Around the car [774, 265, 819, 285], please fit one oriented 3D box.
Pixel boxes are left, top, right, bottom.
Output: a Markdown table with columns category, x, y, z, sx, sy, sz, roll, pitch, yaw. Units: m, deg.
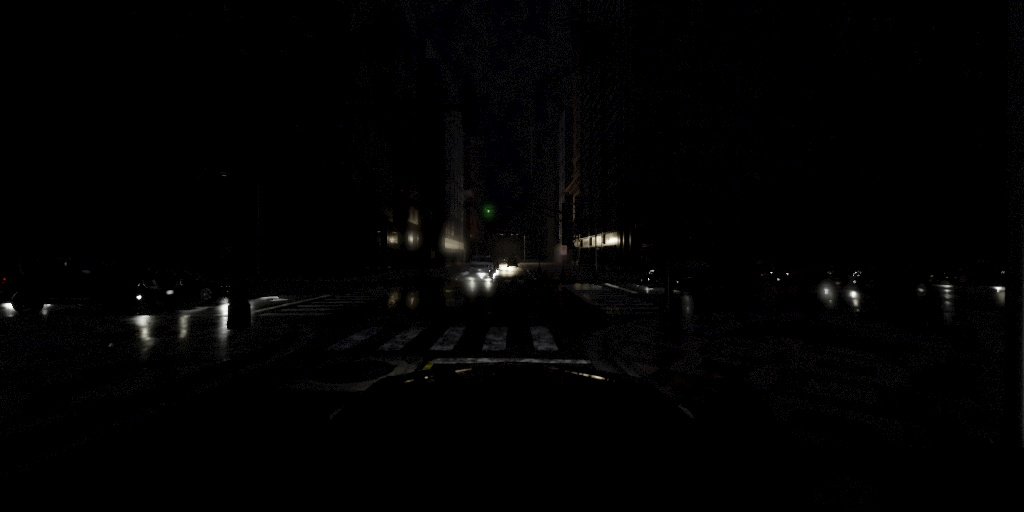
| category | x | y | z | sx | sy | sz | roll | pitch | yaw |
| --- | --- | --- | --- | --- | --- | --- | --- | --- | --- |
| car | 19.887 | 1.222 | 23.799 | 4.718 | 1.301 | 1.895 | 0 | 0 | 0 |

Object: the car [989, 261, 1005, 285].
| category | x | y | z | sx | sy | sz | roll | pitch | yaw |
| --- | --- | --- | --- | --- | --- | --- | --- | --- | --- |
| car | 31.111 | 0.907 | 20.503 | 4.553 | 1.767 | 2.097 | 0 | 0 | 0 |

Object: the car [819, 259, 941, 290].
| category | x | y | z | sx | sy | sz | roll | pitch | yaw |
| --- | --- | --- | --- | --- | --- | --- | --- | --- | --- |
| car | 20.911 | 0.972 | 20.545 | 4.553 | 1.767 | 2.097 | 0 | 0 | 0 |

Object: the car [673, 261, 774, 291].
| category | x | y | z | sx | sy | sz | roll | pitch | yaw |
| --- | --- | --- | --- | --- | --- | --- | --- | --- | --- |
| car | 11.861 | 1.202 | 20.573 | 4.674 | 1.442 | 1.812 | 0 | 0 | 2 |

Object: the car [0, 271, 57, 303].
| category | x | y | z | sx | sy | sz | roll | pitch | yaw |
| --- | --- | --- | --- | --- | --- | --- | --- | --- | --- |
| car | -25.267 | 1.457 | 17.251 | 4.181 | 1.385 | 1.994 | 0 | 0 | 0 |

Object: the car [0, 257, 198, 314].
| category | x | y | z | sx | sy | sz | roll | pitch | yaw |
| --- | --- | --- | --- | --- | --- | --- | --- | --- | --- |
| car | -16.086 | 1.073 | 13.972 | 5.566 | 2.045 | 2.150 | 0 | 0 | 0 |

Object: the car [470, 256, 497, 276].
| category | x | y | z | sx | sy | sz | roll | pitch | yaw |
| --- | --- | --- | --- | --- | --- | --- | --- | --- | --- |
| car | -3.060 | 1.004 | 37.275 | 2.150 | 2.045 | 5.566 | 0 | 0 | 0 |

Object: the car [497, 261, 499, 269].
| category | x | y | z | sx | sy | sz | roll | pitch | yaw |
| --- | --- | --- | --- | --- | --- | --- | --- | --- | --- |
| car | -3.038 | 1.394 | 47.341 | 1.895 | 1.301 | 4.718 | 0 | 0 | 0 |

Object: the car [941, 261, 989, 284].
| category | x | y | z | sx | sy | sz | roll | pitch | yaw |
| --- | --- | --- | --- | --- | --- | --- | --- | --- | --- |
| car | 30.243 | 1.060 | 23.757 | 4.892 | 1.490 | 1.837 | 0 | 0 | 0 |

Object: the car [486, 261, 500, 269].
| category | x | y | z | sx | sy | sz | roll | pitch | yaw |
| --- | --- | --- | --- | --- | --- | --- | --- | --- | --- |
| car | -3.010 | 1.408 | 57.494 | 1.895 | 1.301 | 4.718 | 0 | 0 | 0 |

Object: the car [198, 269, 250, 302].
| category | x | y | z | sx | sy | sz | roll | pitch | yaw |
| --- | --- | --- | --- | --- | --- | --- | --- | --- | --- |
| car | -15.326 | 1.347 | 17.242 | 4.892 | 1.490 | 1.837 | 0 | 0 | 3 |

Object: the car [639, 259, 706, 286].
| category | x | y | z | sx | sy | sz | roll | pitch | yaw |
| --- | --- | --- | --- | --- | --- | --- | --- | --- | --- |
| car | 10.895 | 1.029 | 23.871 | 4.553 | 1.767 | 2.097 | 0 | 0 | 2 |
